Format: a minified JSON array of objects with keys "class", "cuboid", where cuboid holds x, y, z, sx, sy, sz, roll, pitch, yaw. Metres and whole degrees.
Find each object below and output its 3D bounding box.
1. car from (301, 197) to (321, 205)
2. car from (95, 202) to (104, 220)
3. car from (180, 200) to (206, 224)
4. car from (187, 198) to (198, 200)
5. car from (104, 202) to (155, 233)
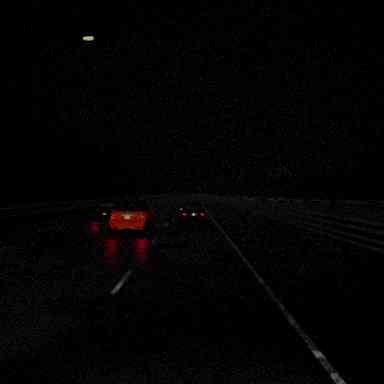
[{"class":"car","cuboid":[23.746,1.703,65.957,2.033,1.649,4.856,0,0,-21]},{"class":"car","cuboid":[-6.898,1.539,28.482,1.812,1.442,4.674,0,0,0]},{"class":"car","cuboid":[0.099,1.562,24.869,2.033,1.411,5.357,0,0,0]},{"class":"car","cuboid":[0.097,1.523,42.821,1.882,1.535,5.008,0,0,0]},{"class":"car","cuboid":[-3.406,1.364,19.692,2.097,1.767,4.553,0,0,0]}]
